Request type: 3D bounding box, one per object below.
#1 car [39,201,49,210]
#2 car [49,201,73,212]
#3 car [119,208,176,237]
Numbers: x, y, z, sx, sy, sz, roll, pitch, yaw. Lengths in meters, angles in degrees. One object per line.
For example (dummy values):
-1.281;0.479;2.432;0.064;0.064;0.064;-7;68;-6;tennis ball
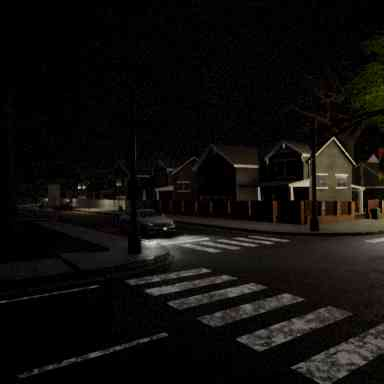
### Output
-24.231;2.186;55.542;1.994;1.385;4.181;-1;0;-35;car
-18.255;1.985;47.013;2.128;1.511;4.902;-1;0;-34;car
-2.792;1.718;19.750;1.812;1.442;4.674;-1;0;-35;car
